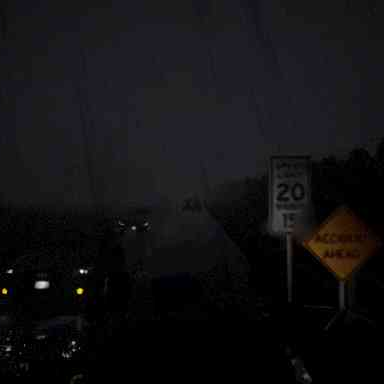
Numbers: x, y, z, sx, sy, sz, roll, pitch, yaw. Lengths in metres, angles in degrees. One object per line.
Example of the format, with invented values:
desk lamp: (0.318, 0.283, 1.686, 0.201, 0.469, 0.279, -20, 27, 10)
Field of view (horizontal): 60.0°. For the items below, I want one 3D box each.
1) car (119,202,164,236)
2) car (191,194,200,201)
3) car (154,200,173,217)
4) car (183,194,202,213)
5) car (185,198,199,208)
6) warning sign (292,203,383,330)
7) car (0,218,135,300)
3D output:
car: (-2.841, 1.514, 18.692, 1.837, 1.490, 4.892, 0, 0, 0)
car: (0.937, 1.277, 80.416, 2.097, 1.767, 4.553, 0, 0, 1)
car: (-2.813, 1.483, 31.063, 1.882, 1.535, 5.008, 0, 0, 0)
car: (0.017, 1.351, 37.863, 2.097, 1.767, 4.553, 0, 0, 0)
car: (0.027, 1.587, 48.501, 1.895, 1.301, 4.718, 0, 0, 0)
warning sign: (2.450, 1.120, 5.456, 1.300, 1.860, 1.060, 0, 0, 0)
car: (-2.850, 1.571, 8.297, 1.994, 1.385, 4.181, 0, 0, 0)
